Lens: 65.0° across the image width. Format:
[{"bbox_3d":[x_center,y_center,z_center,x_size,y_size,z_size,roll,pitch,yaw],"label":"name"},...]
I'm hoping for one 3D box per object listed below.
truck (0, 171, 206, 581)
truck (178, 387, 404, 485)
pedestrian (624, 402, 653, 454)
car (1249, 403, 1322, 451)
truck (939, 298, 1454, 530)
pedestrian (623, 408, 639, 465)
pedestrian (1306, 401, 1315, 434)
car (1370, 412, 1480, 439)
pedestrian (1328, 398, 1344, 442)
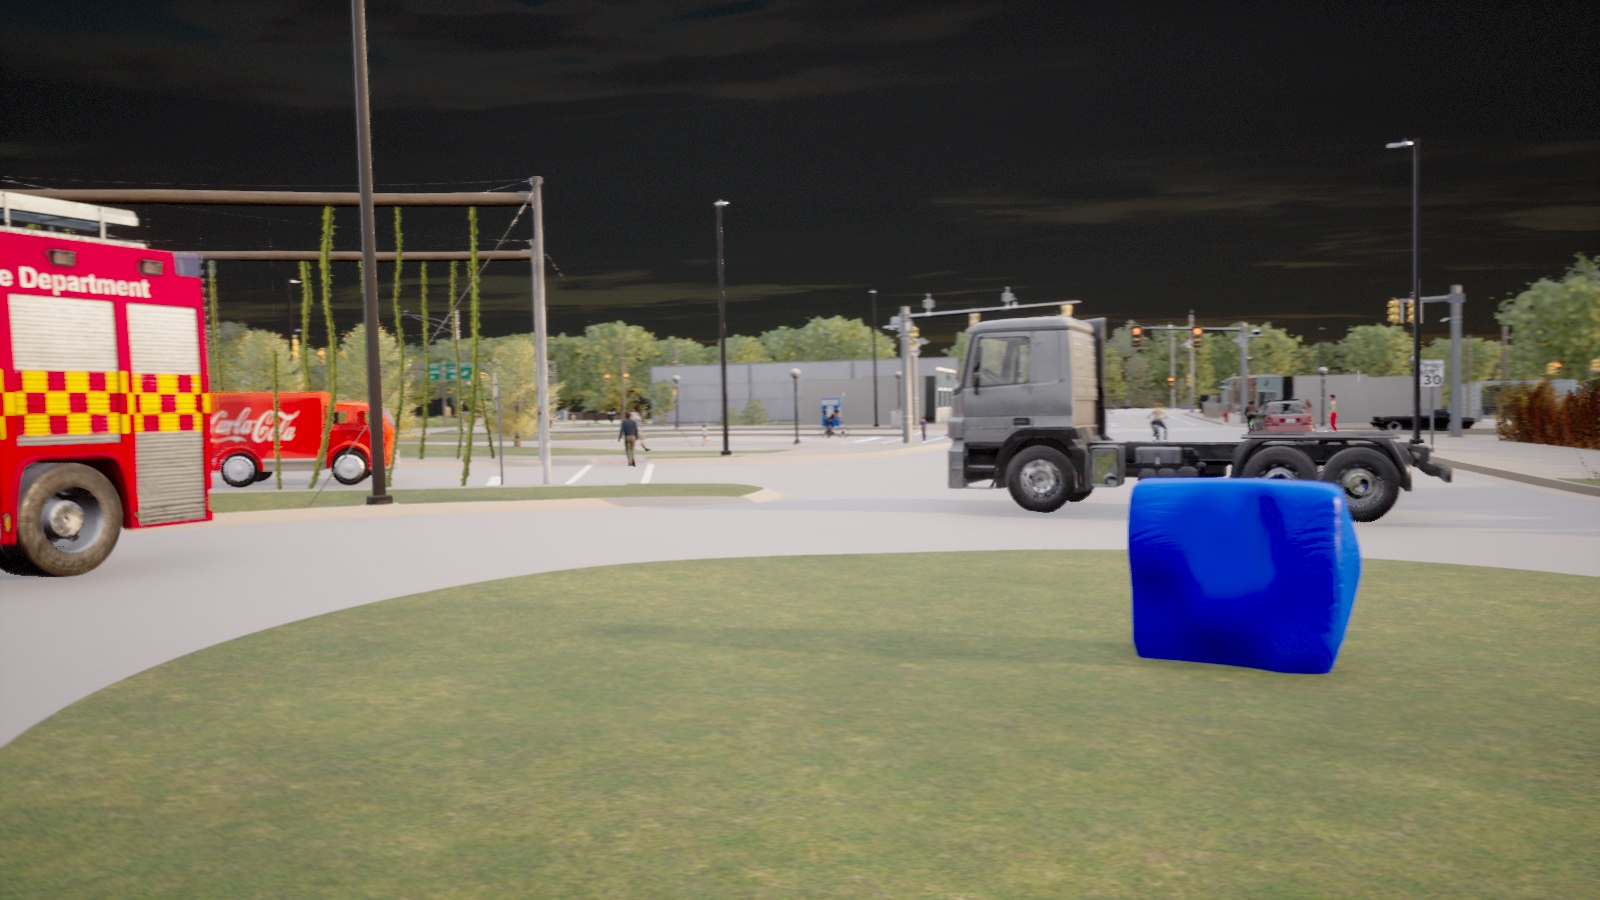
[{"bbox_3d":[-9.579,-0.615,10.479,2.891,3.827,8.468,0,2,23],"label":"truck"},{"bbox_3d":[-13.449,-0.430,33.596,5.204,2.467,2.627,0,3,-13],"label":"truck"},{"bbox_3d":[-5.930,-0.825,46.037,0.900,1.855,0.874,-2,3,-13],"label":"pedestrian"},{"bbox_3d":[16.566,-0.799,42.967,1.789,1.549,3.705,-1,2,13],"label":"car"},{"bbox_3d":[6.643,-0.630,21.609,7.936,3.462,2.891,1,2,23],"label":"truck"},{"bbox_3d":[-5.481,-0.451,40.749,0.370,1.835,0.726,-2,3,-14],"label":"pedestrian"},{"bbox_3d":[29.207,-1.860,71.835,0.331,1.846,0.636,1,3,33],"label":"pedestrian"},{"bbox_3d":[32.445,-1.282,65.341,4.718,1.301,1.895,1,3,9],"label":"car"},{"bbox_3d":[22.465,-1.261,52.657,0.594,1.836,0.345,0,3,28],"label":"pedestrian"}]
